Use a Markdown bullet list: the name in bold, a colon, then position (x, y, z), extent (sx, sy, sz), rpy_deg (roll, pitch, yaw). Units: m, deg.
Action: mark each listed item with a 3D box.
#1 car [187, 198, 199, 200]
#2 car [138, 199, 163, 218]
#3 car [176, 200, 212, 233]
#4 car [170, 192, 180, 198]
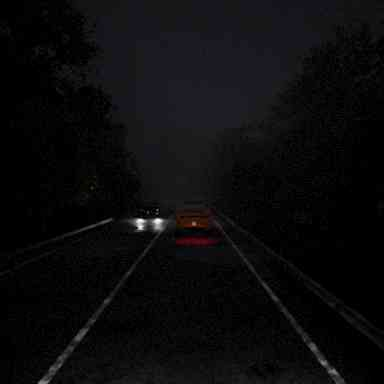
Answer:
- **car**: position (0.100, 1.375, 38.286), extent (1.882, 1.535, 5.008), rpy_deg (0, 0, 0)
- **car**: position (-3.596, 1.439, 29.616), extent (1.837, 1.490, 4.892), rpy_deg (0, 0, 0)
- **car**: position (0.101, 1.453, 19.348), extent (1.882, 1.535, 5.008), rpy_deg (0, 0, 0)
- **car**: position (-3.496, 0.874, 70.218), extent (1.837, 1.490, 4.892), rpy_deg (0, 0, 0)
